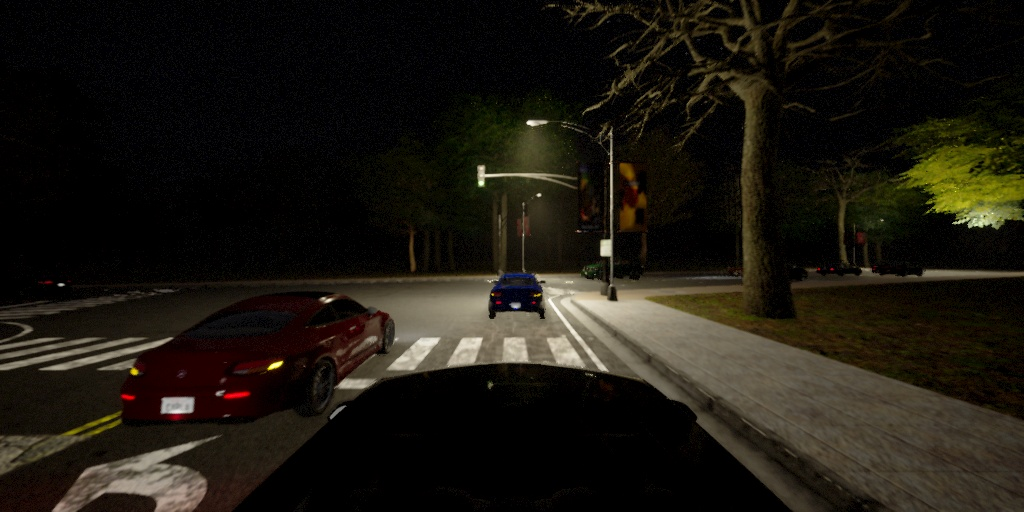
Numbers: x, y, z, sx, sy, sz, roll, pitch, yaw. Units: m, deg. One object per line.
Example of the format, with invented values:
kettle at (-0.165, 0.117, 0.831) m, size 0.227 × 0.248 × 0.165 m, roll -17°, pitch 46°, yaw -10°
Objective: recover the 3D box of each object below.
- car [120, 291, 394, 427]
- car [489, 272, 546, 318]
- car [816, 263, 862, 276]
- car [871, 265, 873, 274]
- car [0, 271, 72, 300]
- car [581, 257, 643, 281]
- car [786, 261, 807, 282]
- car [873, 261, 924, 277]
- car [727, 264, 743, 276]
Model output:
car at (-3.345, 1.292, 5.777) m, size 1.812 × 1.442 × 4.674 m, roll 0°, pitch 0°, yaw -3°
car at (0.250, 1.321, 13.094) m, size 1.812 × 1.442 × 4.674 m, roll 0°, pitch 0°, yaw 3°
car at (34.906, 1.411, 38.282) m, size 5.357 × 1.411 × 2.033 m, roll 0°, pitch 0°, yaw -23°
car at (44.523, 1.380, 42.302) m, size 4.892 × 1.490 × 1.837 m, roll 0°, pitch 0°, yaw -23°
car at (-24.588, 1.418, 17.335) m, size 4.181 × 1.385 × 1.994 m, roll 0°, pitch -1°, yaw -22°
car at (8.722, 1.076, 31.031) m, size 5.566 × 2.045 × 2.150 m, roll 0°, pitch 0°, yaw -23°
car at (21.686, 1.177, 29.173) m, size 4.553 × 1.767 × 2.097 m, roll 0°, pitch 0°, yaw -22°
car at (39.998, 1.324, 36.842) m, size 5.008 × 1.535 × 1.882 m, roll 0°, pitch 0°, yaw -22°
car at (25.007, 1.476, 37.777) m, size 4.718 × 1.301 × 1.895 m, roll 0°, pitch 0°, yaw -22°
